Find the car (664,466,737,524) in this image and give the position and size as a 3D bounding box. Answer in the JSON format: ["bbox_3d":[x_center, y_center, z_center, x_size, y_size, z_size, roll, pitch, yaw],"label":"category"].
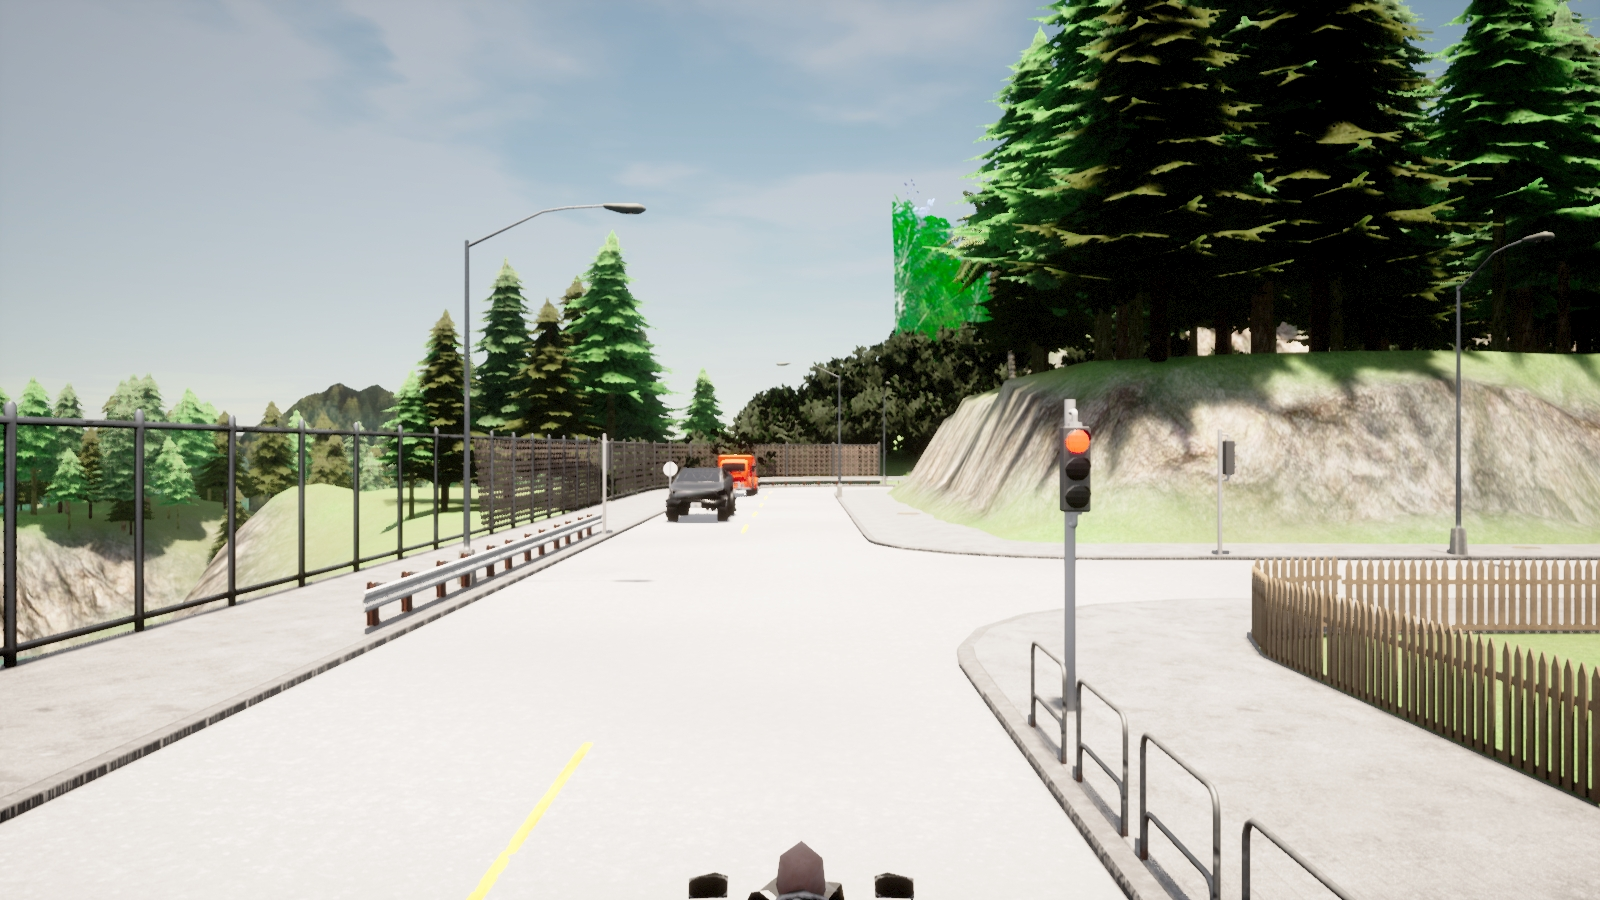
[{"bbox_3d":[-3.949,1.744,46.485,2.390,2.098,6.274,0,0,0],"label":"car"}]

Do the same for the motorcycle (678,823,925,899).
[{"bbox_3d":[0.004,2.204,3.723,0.867,1.251,2.209,0,0,0],"label":"motorcycle"}]

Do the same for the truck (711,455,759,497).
[{"bbox_3d":[-3.933,1.563,69.987,2.627,2.467,5.204,0,-1,0],"label":"truck"}]
